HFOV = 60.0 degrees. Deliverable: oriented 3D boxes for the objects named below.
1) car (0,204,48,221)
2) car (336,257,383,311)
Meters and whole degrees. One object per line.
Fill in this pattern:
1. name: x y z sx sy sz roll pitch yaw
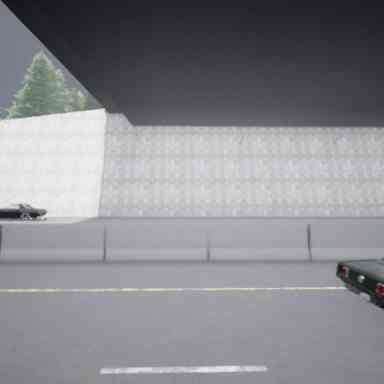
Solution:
1. car: -14.297 1.612 26.636 4.718 1.301 1.895 0 0 -2
2. car: 5.323 1.614 6.035 4.718 1.301 1.895 0 0 -2
